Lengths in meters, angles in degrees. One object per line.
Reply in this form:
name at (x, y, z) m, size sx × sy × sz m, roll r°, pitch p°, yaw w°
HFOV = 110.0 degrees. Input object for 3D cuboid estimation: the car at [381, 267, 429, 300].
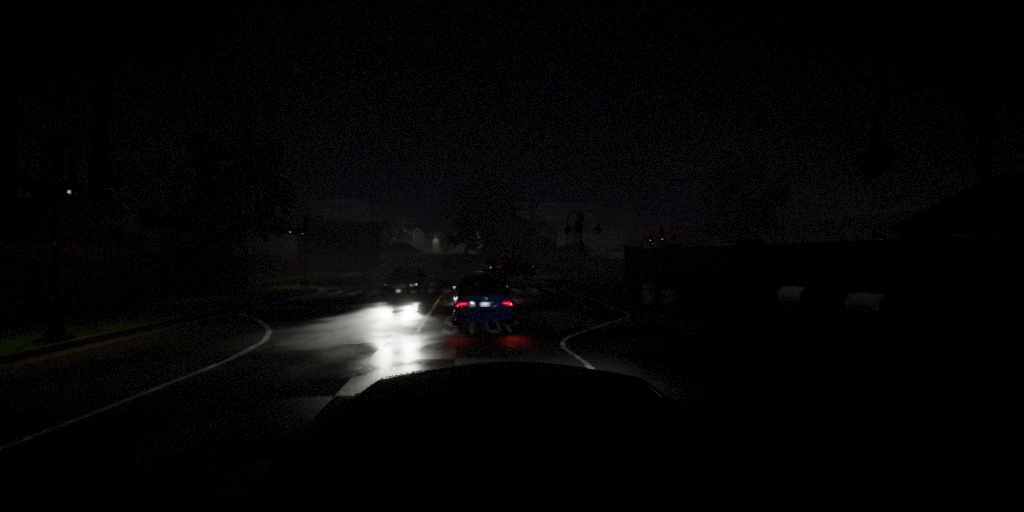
car at (-5.456, 1.337, 18.682) m, size 2.128 × 1.511 × 4.902 m, roll 0°, pitch 0°, yaw -7°

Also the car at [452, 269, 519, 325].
car at (-1.015, 1.344, 12.022) m, size 2.033 × 1.411 × 5.357 m, roll 0°, pitch 0°, yaw -7°

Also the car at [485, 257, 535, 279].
car at (-0.119, 1.131, 33.321) m, size 2.150 × 2.045 × 5.566 m, roll -2°, pitch -2°, yaw 39°
